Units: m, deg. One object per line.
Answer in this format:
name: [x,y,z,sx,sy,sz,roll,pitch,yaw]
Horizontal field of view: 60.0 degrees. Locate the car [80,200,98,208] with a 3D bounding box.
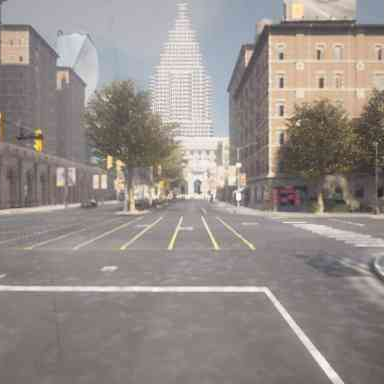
car: [-18.239,2.099,59.058,1.895,1.301,4.718,0,0,0]

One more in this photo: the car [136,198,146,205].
car: [-11.487,2.141,75.150,1.837,1.490,4.892,0,0,0]
